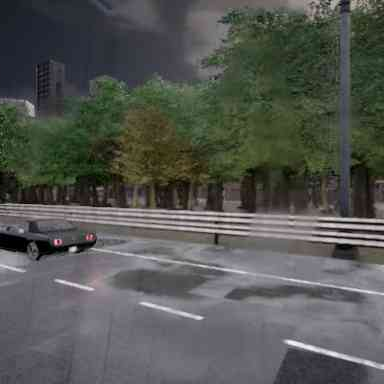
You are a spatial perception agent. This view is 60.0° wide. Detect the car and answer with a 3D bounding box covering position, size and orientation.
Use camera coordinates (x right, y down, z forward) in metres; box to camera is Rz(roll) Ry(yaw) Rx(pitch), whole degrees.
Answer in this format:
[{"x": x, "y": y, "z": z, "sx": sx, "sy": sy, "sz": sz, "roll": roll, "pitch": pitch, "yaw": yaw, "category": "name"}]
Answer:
[{"x": -5.724, "y": 1.603, "z": 12.259, "sx": 4.718, "sy": 1.301, "sz": 1.895, "roll": 0, "pitch": 0, "yaw": 36, "category": "car"}]
